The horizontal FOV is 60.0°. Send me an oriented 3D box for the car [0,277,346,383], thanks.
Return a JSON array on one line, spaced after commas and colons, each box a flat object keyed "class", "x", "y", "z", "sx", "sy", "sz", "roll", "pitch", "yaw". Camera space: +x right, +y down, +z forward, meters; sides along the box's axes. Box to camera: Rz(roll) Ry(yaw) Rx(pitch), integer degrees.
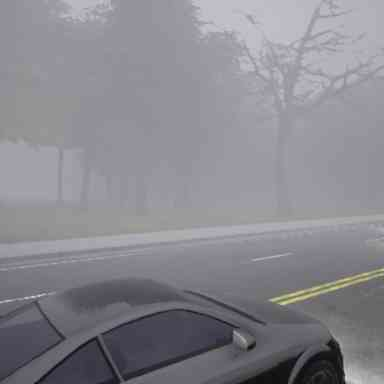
[{"class": "car", "x": -0.418, "y": 1.565, "z": 3.133, "sx": 4.181, "sy": 1.385, "sz": 1.994, "roll": 0, "pitch": 0, "yaw": -36}]
